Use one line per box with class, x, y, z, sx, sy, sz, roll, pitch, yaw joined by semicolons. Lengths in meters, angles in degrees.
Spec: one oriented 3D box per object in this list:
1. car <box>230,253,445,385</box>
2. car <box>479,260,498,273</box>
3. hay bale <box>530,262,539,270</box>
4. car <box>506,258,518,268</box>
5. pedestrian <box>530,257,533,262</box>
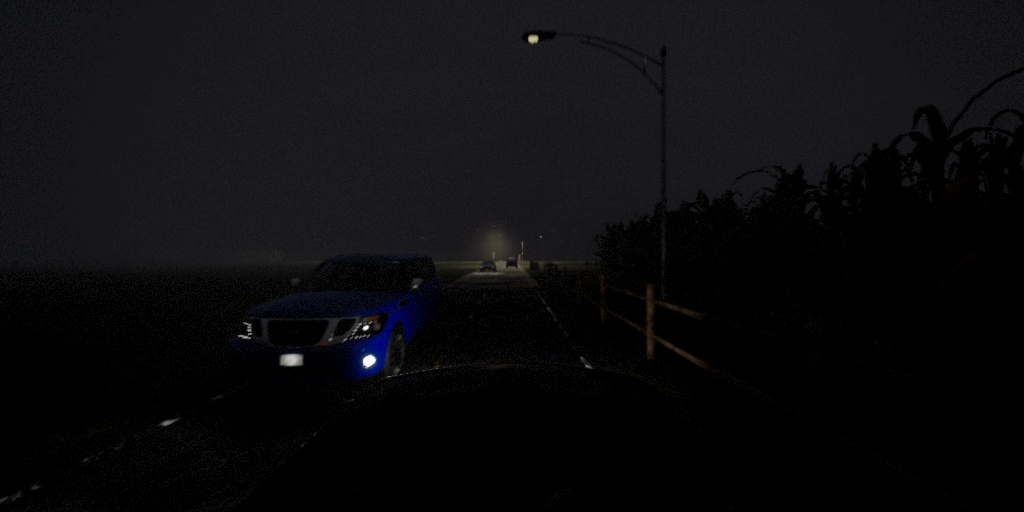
car;-2.840;0.962;7.372;2.150;2.045;5.566;0;0;0
car;-2.850;1.230;43.694;1.812;1.442;4.674;0;0;0
hay bale;3.107;1.353;50.122;1.220;1.180;1.240;0;0;0
car;-0.021;1.168;58.439;1.882;1.535;5.008;0;0;0
pedestrian;2.807;0.989;51.230;0.375;1.860;0.375;-1;1;1
